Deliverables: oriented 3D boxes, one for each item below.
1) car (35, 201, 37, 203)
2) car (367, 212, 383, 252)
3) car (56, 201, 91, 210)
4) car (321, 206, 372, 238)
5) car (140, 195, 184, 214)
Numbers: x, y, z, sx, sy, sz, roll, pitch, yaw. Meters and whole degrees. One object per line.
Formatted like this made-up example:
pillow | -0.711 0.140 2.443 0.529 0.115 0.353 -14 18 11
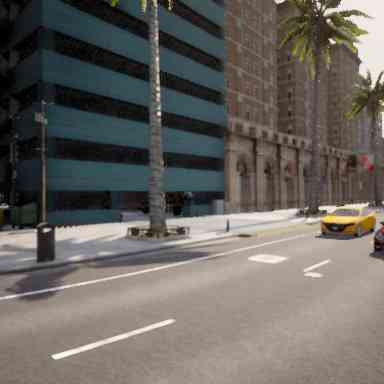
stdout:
car | -25.772 2.024 56.908 2.161 1.482 4.786 -1 -1 42
car | 8.776 1.577 13.344 1.812 1.442 4.674 -1 -1 42
car | -17.437 1.958 48.830 1.895 1.301 4.718 -1 -1 42
car | 8.932 1.570 18.755 1.882 1.535 5.008 -1 -1 42
car | -3.146 1.341 37.061 2.435 2.045 5.566 -1 -1 42
